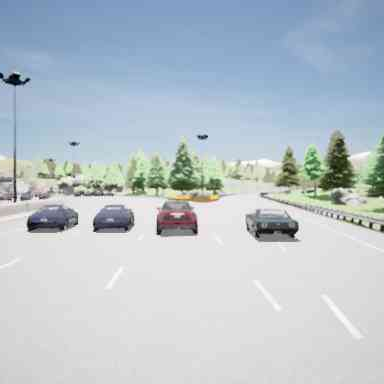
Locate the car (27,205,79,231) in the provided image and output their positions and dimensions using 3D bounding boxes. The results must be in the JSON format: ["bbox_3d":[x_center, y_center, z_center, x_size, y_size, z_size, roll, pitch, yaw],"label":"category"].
[{"bbox_3d":[-8.030,1.438,19.575,1.994,1.385,4.181,0,0,-5],"label":"car"}]

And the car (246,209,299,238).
[{"bbox_3d":[3.863,1.481,16.855,1.895,1.301,4.718,0,0,2],"label":"car"}]

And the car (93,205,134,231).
[{"bbox_3d":[-4.517,1.434,19.606,1.994,1.385,4.181,0,0,-5],"label":"car"}]

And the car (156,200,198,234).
[{"bbox_3d":[-0.907,1.225,18.501,2.097,1.767,4.553,0,0,-5],"label":"car"}]
